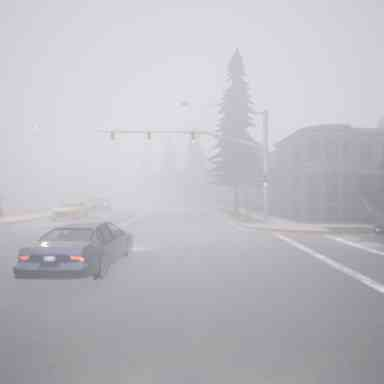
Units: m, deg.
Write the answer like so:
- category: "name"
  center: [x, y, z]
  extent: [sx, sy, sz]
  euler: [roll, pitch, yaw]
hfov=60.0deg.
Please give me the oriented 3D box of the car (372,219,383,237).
- category: "car"
  center: [11.051, 1.529, 15.500]
  extent: [4.892, 1.490, 1.837]
  euler: [0, 0, 0]

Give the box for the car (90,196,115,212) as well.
- category: "car"
  center: [-10.637, 1.409, 38.865]
  extent: [2.097, 1.767, 4.553]
  euler: [0, 0, -6]

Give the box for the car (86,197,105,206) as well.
- category: "car"
  center: [-16.833, 1.589, 57.851]
  extent: [1.837, 1.490, 4.892]
  euler: [0, -1, -33]

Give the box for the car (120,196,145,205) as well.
- category: "car"
  center: [-11.136, 1.690, 62.004]
  extent: [1.895, 1.301, 4.718]
  euler: [0, 0, -35]

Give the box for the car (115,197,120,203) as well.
- category: "car"
  center: [-17.652, 1.518, 69.820]
  extent: [4.902, 1.511, 2.128]
  euler: [0, 0, 43]

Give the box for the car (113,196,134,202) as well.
- category: "car"
  center: [-14.878, 1.549, 72.008]
  extent: [4.718, 1.301, 1.895]
  euler: [0, 0, 43]

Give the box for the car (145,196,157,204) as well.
- category: "car"
  center: [-8.433, 1.597, 64.254]
  extent: [1.837, 1.490, 4.892]
  euler: [0, 0, -35]

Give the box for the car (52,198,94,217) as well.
- category: "car"
  center: [-10.262, 1.518, 28.508]
  extent: [1.882, 1.535, 5.008]
  euler: [0, 0, -1]

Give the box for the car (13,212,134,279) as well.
- category: "car"
  center: [-3.142, 1.562, 10.033]
  extent: [2.033, 1.411, 5.357]
  euler: [0, 0, 2]
